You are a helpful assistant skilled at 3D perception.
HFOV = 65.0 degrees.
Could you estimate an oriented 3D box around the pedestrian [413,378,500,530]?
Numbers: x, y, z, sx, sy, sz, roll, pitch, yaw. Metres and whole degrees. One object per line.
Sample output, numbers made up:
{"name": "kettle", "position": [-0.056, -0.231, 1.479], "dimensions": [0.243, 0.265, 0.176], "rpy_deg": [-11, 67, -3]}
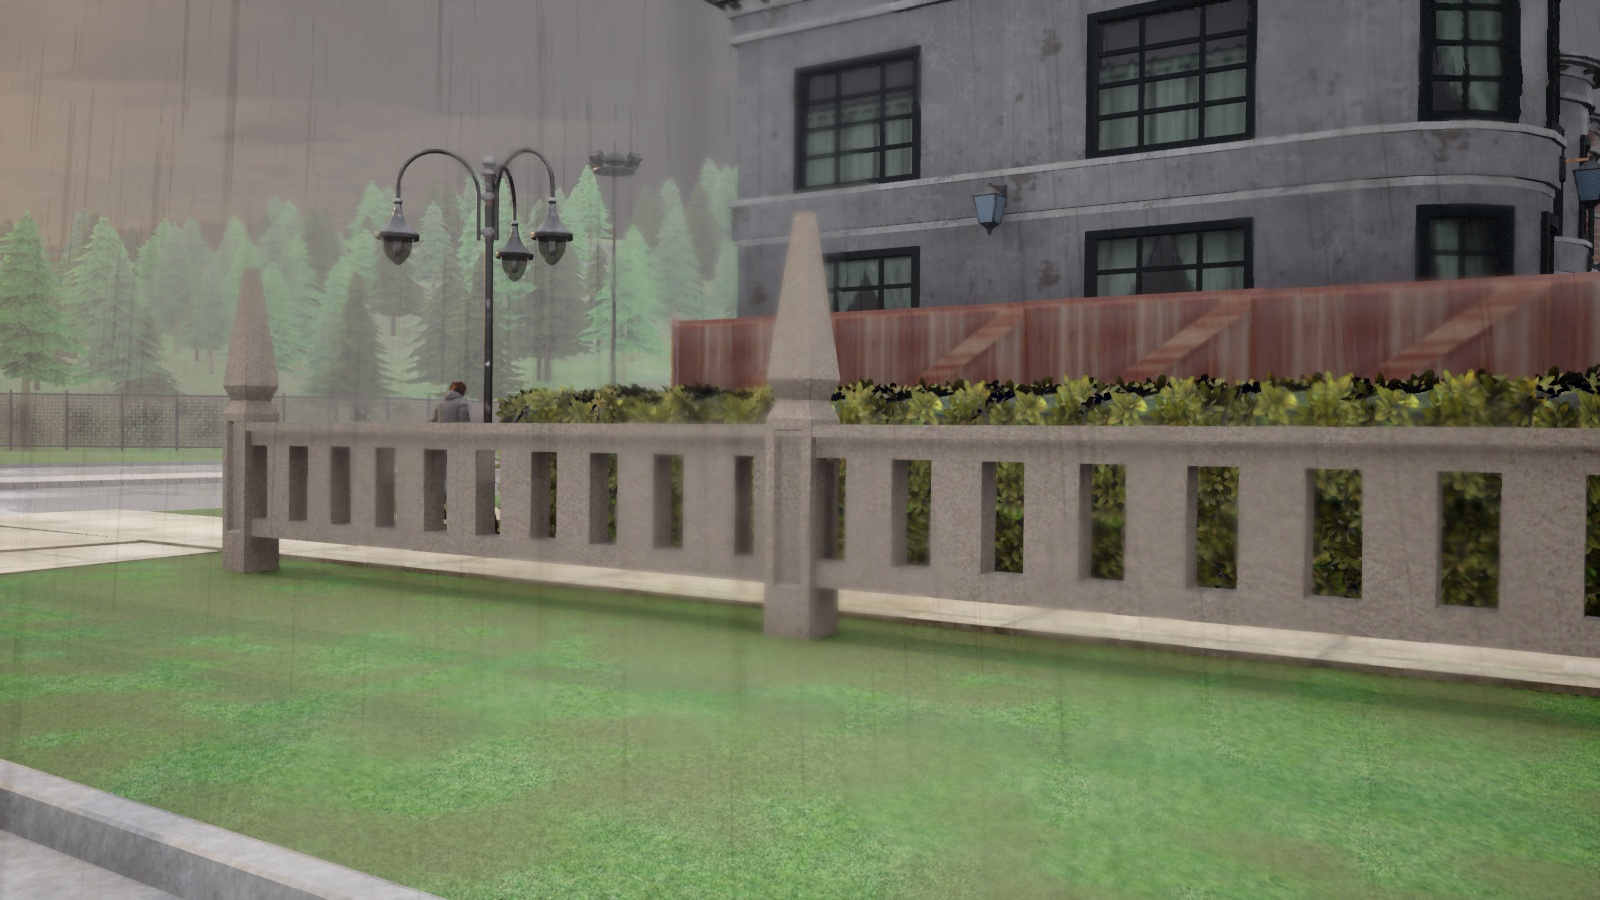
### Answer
{"name": "pedestrian", "position": [-4.522, 0.046, 16.579], "dimensions": [0.659, 1.952, 0.873], "rpy_deg": [0, 1, 31]}
